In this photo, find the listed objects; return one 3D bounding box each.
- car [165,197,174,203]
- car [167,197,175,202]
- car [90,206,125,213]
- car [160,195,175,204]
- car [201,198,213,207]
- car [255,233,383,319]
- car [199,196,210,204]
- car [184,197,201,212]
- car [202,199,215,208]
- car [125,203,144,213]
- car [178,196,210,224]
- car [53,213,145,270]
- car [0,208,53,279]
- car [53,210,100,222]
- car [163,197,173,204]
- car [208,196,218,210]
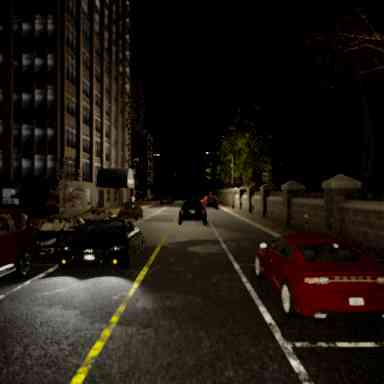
[{"bbox_3d":[-5.318,1.841,79.267,2.008,1.369,4.403,0,0,0],"label":"car"},{"bbox_3d":[-5.318,1.889,84.794,1.802,1.307,4.206,0,0,0],"label":"car"},{"bbox_3d":[-5.318,1.627,18.466,2.008,1.369,4.403,0,0,0],"label":"car"},{"bbox_3d":[-5.318,1.570,68.213,2.192,1.841,5.009,0,0,0],"label":"car"},{"bbox_3d":[2.562,1.746,57.328,1.752,1.417,4.829,0,0,0],"label":"car"},{"bbox_3d":[2.563,1.578,7.411,1.887,1.381,4.507,0,0,0],"label":"car"},{"bbox_3d":[2.562,1.697,68.213,1.967,1.590,4.097,0,0,0],"label":"car"},{"bbox_3d":[0.075,1.520,42.687,2.097,1.767,4.553,0,0,0],"label":"car"},{"bbox_3d":[2.562,1.783,51.630,1.802,1.307,4.206,0,0,0],"label":"car"},{"bbox_3d":[-5.318,1.643,29.350,1.752,1.417,4.829,0,0,0],"label":"car"},{"bbox_3d":[0.069,1.457,25.670,2.097,1.767,4.553,0,0,0],"label":"car"},{"bbox_3d":[-2.798,1.612,11.108,1.994,1.385,4.181,0,0,1],"label":"car"},{"bbox_3d":[-5.318,1.347,7.412,2.192,1.841,5.009,0,0,0],"label":"car"},{"bbox_3d":[-5.318,1.605,12.938,2.008,1.369,4.403,0,0,0],"label":"car"},{"bbox_3d":[-5.318,1.839,73.740,1.947,1.339,4.313,0,0,0],"label":"car"},{"bbox_3d":[2.562,1.496,46.103,2.192,1.841,5.009,0,0,0],"label":"car"}]
